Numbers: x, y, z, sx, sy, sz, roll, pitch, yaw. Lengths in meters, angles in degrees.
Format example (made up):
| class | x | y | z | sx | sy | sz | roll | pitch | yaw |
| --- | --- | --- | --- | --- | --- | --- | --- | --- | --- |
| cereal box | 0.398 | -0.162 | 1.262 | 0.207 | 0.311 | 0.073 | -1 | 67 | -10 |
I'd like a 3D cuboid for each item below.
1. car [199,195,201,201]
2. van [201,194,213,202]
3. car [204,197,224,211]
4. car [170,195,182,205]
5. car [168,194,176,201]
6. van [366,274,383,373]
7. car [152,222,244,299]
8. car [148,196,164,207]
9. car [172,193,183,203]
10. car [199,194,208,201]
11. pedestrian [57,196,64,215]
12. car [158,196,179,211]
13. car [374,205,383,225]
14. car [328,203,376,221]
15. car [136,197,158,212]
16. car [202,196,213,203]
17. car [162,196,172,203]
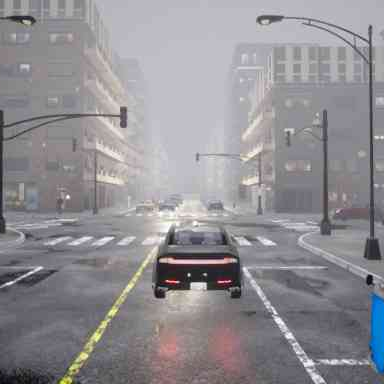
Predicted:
| class | x | y | z | sx | sy | sz | roll | pitch | yaw |
| --- | --- | --- | --- | --- | --- | --- | --- | --- | --- |
| car | 2.881 | 1.552 | 68.294 | 1.752 | 1.417 | 4.829 | 1 | 0 | 0 |
| van | 2.854 | 1.362 | 56.838 | 1.690 | 1.788 | 3.998 | 1 | 0 | 0 |
| car | 2.807 | 1.580 | 39.911 | 1.947 | 1.339 | 4.313 | 1 | 0 | 0 |
| car | -2.961 | 1.544 | 50.813 | 1.812 | 1.442 | 4.674 | 0 | 0 | 0 |
| car | -5.439 | 1.480 | 90.717 | 1.967 | 1.590 | 4.097 | 1 | 0 | 0 |
| van | 2.679 | 1.342 | 1.965 | 1.690 | 1.788 | 3.998 | 1 | 0 | 0 |
| car | 0.123 | 1.494 | 8.454 | 2.128 | 1.511 | 4.902 | 0 | 0 | 0 |
| car | -5.542 | 1.459 | 51.218 | 1.967 | 1.590 | 4.097 | 1 | 0 | 0 |
| car | -2.902 | 1.242 | 61.547 | 2.150 | 2.045 | 5.566 | 0 | 0 | 1 |
| car | 2.928 | 1.352 | 85.051 | 2.192 | 1.841 | 5.009 | 1 | 0 | 0 |
| pedestrian | -12.457 | 1.217 | 31.392 | 0.375 | 1.860 | 0.375 | 0 | -1 | 1 |
| car | -2.995 | 1.562 | 40.910 | 2.033 | 1.411 | 5.357 | 0 | 0 | 0 |
| car | 13.590 | 1.583 | 19.687 | 4.313 | 1.339 | 1.947 | 0 | -1 | 1 |
| car | 13.715 | 1.608 | 28.068 | 4.097 | 1.590 | 1.967 | 0 | -1 | 1 |
| car | -5.573 | 1.539 | 39.763 | 1.752 | 1.417 | 4.829 | 1 | 0 | 0 |
| car | 2.821 | 1.567 | 45.554 | 2.008 | 1.369 | 4.403 | 1 | 0 | 0 |
| car | -5.485 | 1.575 | 73.789 | 1.887 | 1.381 | 4.507 | 1 | 0 | 0 |
